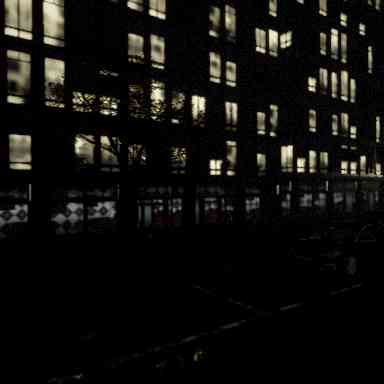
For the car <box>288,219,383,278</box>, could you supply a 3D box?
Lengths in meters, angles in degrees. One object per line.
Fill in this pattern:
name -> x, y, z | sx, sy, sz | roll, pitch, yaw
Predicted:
car -> 4.691, 1.529, 9.936 | 4.403, 1.369, 2.008 | 0, 0, -36
